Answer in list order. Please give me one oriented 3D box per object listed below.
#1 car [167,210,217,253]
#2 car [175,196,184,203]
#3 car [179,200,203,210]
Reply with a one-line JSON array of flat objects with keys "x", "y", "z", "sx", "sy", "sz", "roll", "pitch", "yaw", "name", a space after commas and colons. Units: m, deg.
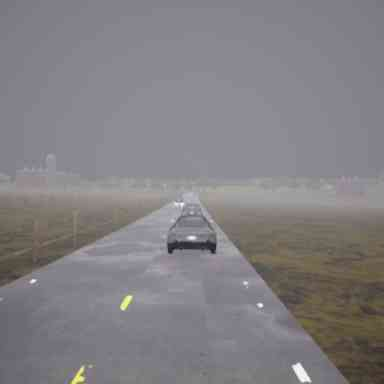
[{"x": 0.002, "y": 1.677, "z": 14.301, "sx": 1.994, "sy": 1.385, "sz": 4.181, "roll": 0, "pitch": 0, "yaw": 0, "name": "car"}, {"x": -2.744, "y": 1.566, "z": 71.782, "sx": 2.128, "sy": 1.511, "sz": 4.902, "roll": 0, "pitch": 0, "yaw": 0, "name": "car"}, {"x": -0.006, "y": 1.732, "z": 28.978, "sx": 2.033, "sy": 1.411, "sz": 5.357, "roll": 0, "pitch": 0, "yaw": 0, "name": "car"}]
